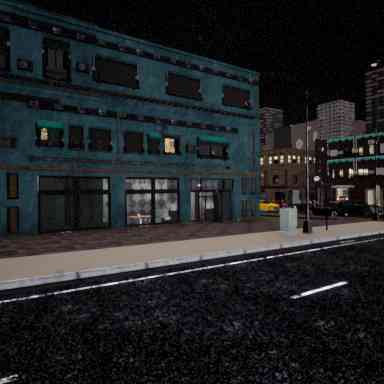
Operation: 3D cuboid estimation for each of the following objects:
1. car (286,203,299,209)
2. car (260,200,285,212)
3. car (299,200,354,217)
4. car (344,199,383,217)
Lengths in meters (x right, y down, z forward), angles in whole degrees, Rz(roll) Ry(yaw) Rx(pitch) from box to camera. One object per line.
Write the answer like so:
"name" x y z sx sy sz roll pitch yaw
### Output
"car" 15.643 1.807 45.387 2.008 1.369 4.403 -2 0 -35
"car" 9.362 1.823 44.252 1.882 1.535 5.008 -1 0 -35
"car" 13.531 1.811 33.664 1.947 1.339 4.313 -1 0 -35
"car" 16.776 1.549 33.715 2.097 1.767 4.553 -1 0 -34
